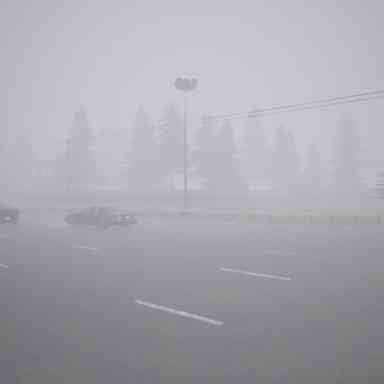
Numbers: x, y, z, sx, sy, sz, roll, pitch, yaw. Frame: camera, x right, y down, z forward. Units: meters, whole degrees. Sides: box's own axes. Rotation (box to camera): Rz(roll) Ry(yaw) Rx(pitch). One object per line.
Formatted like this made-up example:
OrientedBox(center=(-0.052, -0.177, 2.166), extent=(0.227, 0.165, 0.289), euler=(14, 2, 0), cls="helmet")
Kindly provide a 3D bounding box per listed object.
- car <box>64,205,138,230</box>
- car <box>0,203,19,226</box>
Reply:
OrientedBox(center=(-5.828, 1.540, 21.053), extent=(5.357, 1.411, 2.033), euler=(0, 0, 36), cls="car")
OrientedBox(center=(-13.530, 1.468, 22.251), extent=(5.008, 1.535, 1.882), euler=(0, 0, 36), cls="car")
